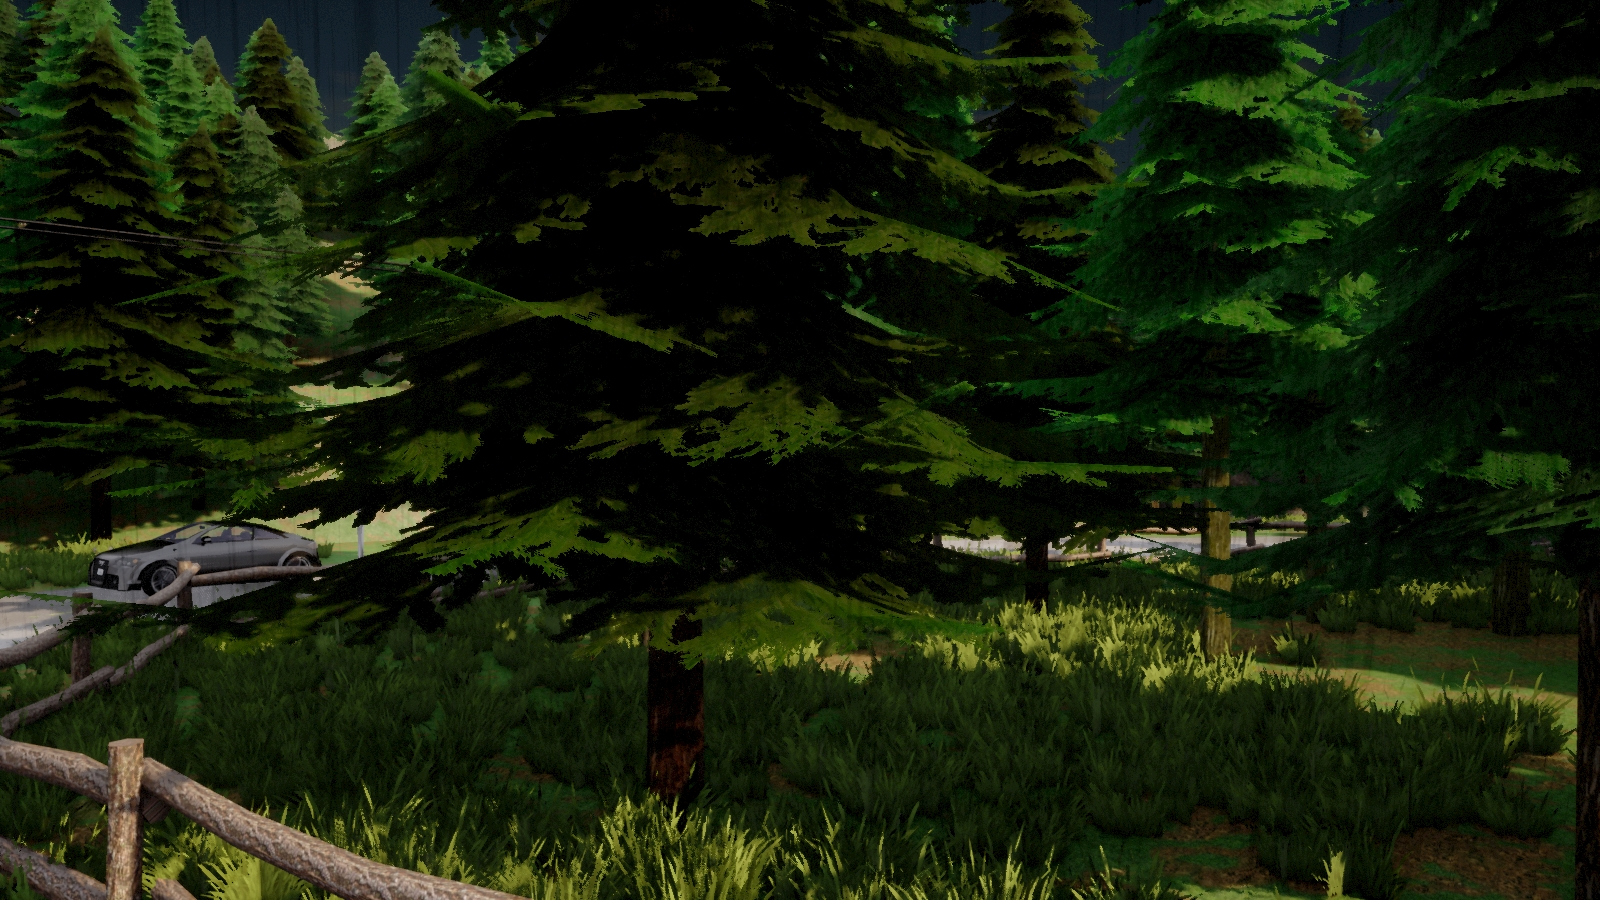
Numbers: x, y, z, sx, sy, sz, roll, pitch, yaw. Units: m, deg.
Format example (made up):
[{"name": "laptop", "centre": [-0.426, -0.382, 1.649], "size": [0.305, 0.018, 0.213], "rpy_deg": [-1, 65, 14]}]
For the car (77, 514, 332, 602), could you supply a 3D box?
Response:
[{"name": "car", "centre": [-12.055, 2.119, 23.321], "size": [1.994, 1.385, 4.181], "rpy_deg": [0, 0, 41]}]
